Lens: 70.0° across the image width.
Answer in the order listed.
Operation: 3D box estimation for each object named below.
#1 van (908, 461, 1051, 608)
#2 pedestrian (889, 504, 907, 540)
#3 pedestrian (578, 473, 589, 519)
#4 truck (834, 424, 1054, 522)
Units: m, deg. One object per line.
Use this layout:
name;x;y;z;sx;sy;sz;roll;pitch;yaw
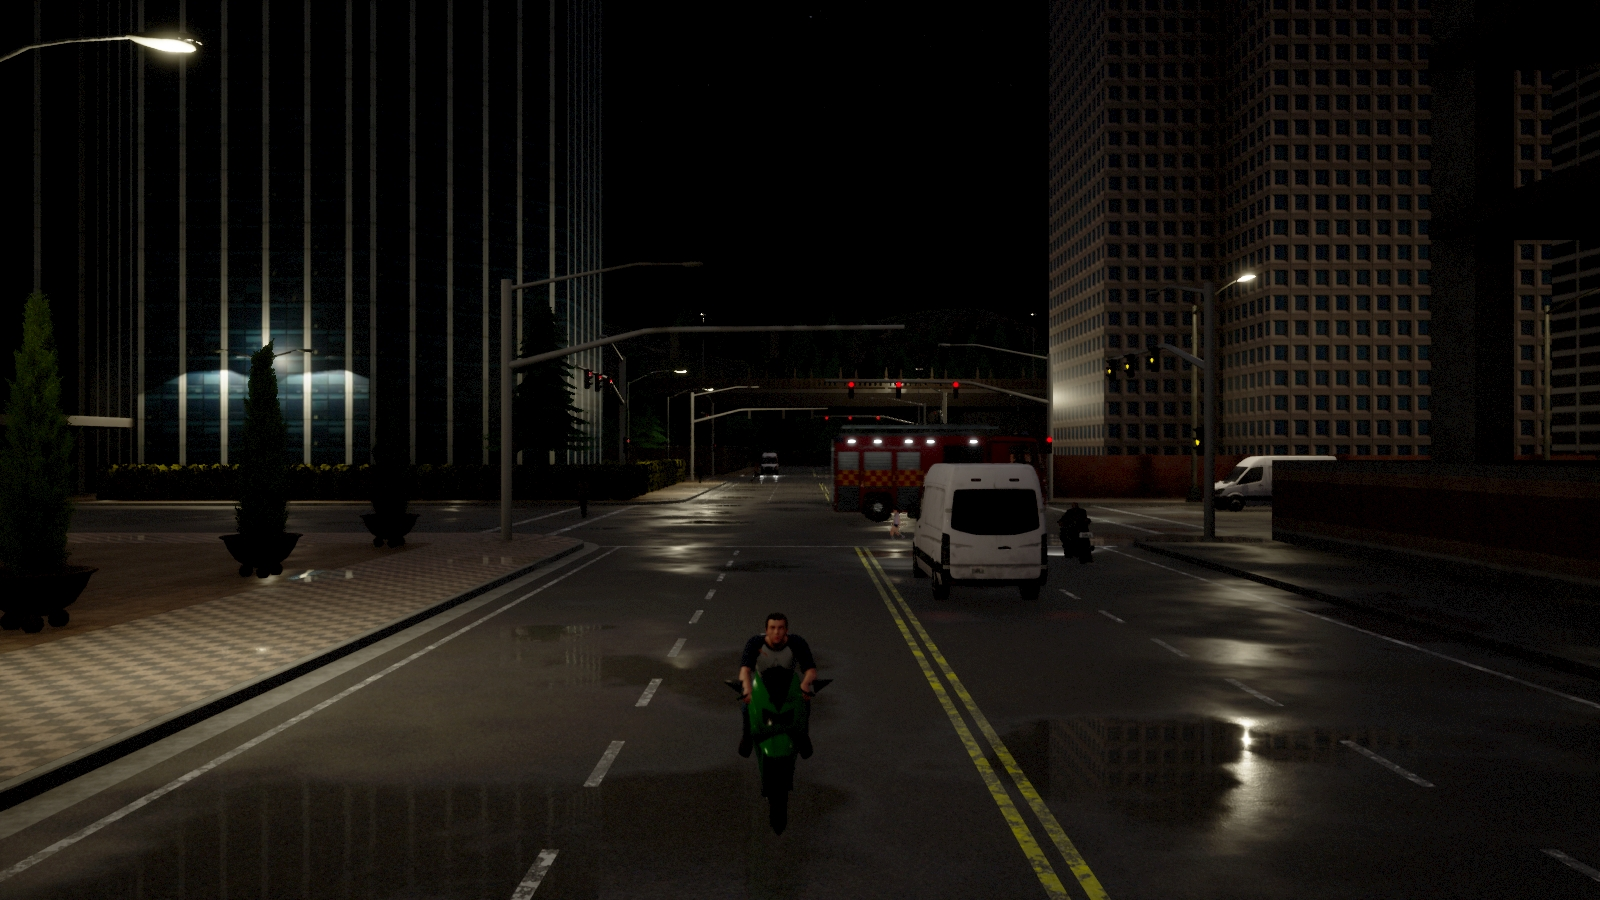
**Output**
van;3.501;1.543;23.400;1.988;2.561;5.915;0;0;0
pedestrian;3.054;2.242;35.690;0.500;1.100;0.500;0;0;0
pedestrian;-8.793;1.865;46.415;0.375;1.860;0.375;0;0;-2
truck;5.679;0.907;46.135;8.468;3.827;2.891;0;0;-1
